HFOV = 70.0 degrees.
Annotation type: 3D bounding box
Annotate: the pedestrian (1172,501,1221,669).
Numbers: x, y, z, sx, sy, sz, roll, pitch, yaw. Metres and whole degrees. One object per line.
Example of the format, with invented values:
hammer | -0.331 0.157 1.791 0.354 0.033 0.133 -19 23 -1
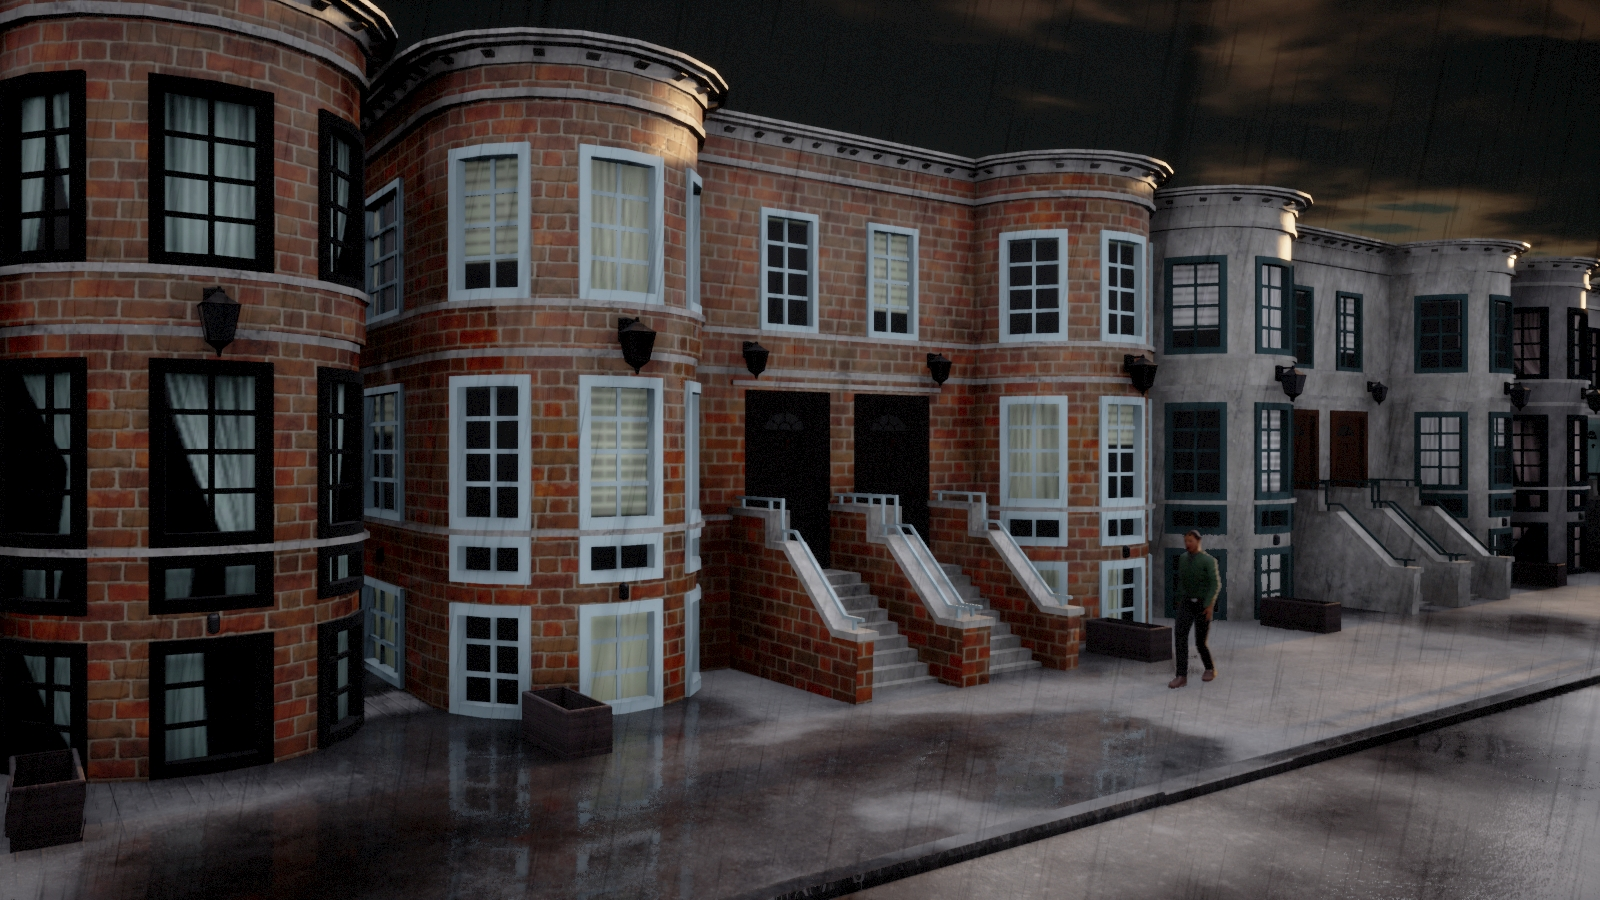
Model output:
pedestrian | 4.526 1.521 13.045 0.375 1.860 0.375 0 0 -38
